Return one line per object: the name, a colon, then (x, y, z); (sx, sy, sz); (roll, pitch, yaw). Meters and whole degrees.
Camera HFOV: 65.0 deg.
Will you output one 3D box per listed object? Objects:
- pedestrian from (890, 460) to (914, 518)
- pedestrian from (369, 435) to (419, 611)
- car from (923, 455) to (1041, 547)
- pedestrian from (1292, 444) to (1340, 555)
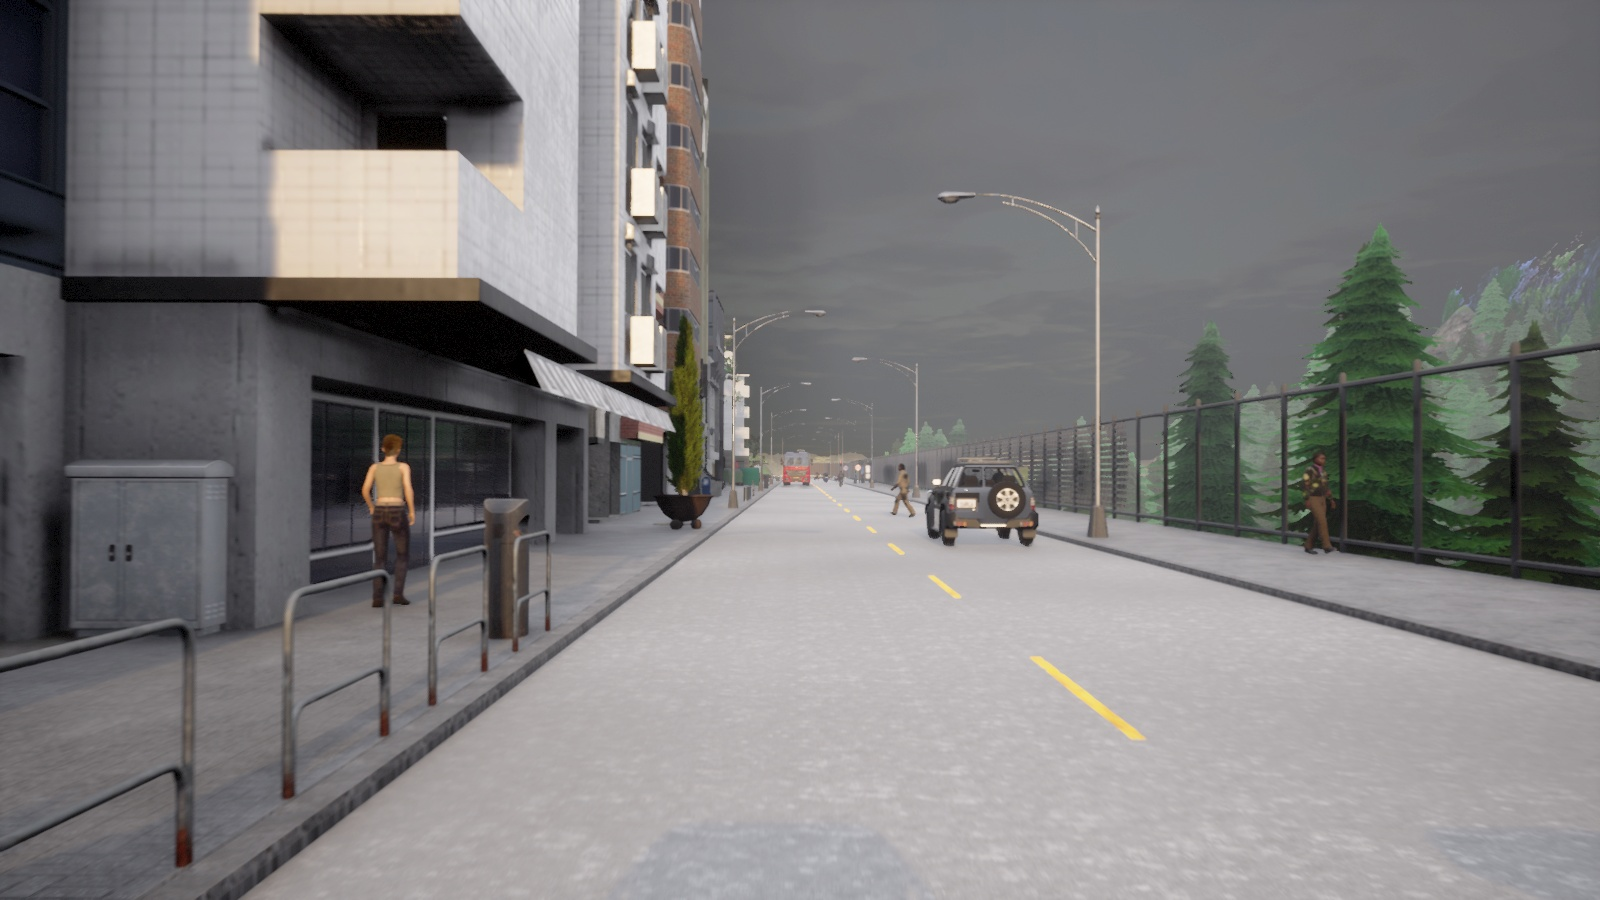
pedestrian: (3.440, 1.309, 42.310); (0.692, 1.930, 0.396); (-1, -1, 26)
pedestrian: (-4.323, 0.766, 13.394); (0.345, 1.836, 0.594); (0, -1, 0)
car: (3.926, 1.081, 27.827); (1.932, 1.855, 4.605); (0, -1, 0)
pedestrian: (9.140, 0.861, 22.276); (0.395, 1.930, 0.692); (0, -1, -23)
